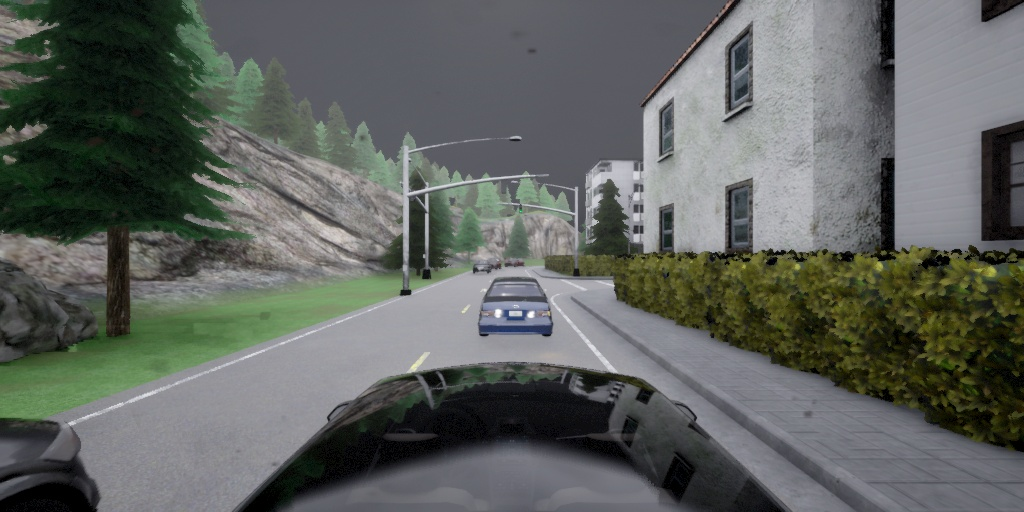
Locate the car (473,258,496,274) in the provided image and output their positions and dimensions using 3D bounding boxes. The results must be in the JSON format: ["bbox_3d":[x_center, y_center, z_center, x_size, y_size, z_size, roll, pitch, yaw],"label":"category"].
[{"bbox_3d":[-3.429,1.241,41.912,2.128,1.511,4.902,0,0,2],"label":"car"}]

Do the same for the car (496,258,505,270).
[{"bbox_3d":[-2.858,1.102,51.780,2.097,1.767,4.553,0,0,9],"label":"car"}]

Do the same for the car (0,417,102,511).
[{"bbox_3d":[-3.603,1.314,0.473,1.994,1.385,4.181,0,0,0],"label":"car"}]

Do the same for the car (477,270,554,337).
[{"bbox_3d":[0.091,1.297,10.297,2.033,1.411,5.357,0,0,0],"label":"car"}]

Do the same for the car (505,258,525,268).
[{"bbox_3d":[0.425,1.101,62.681,2.097,1.767,4.553,0,0,28],"label":"car"}]
